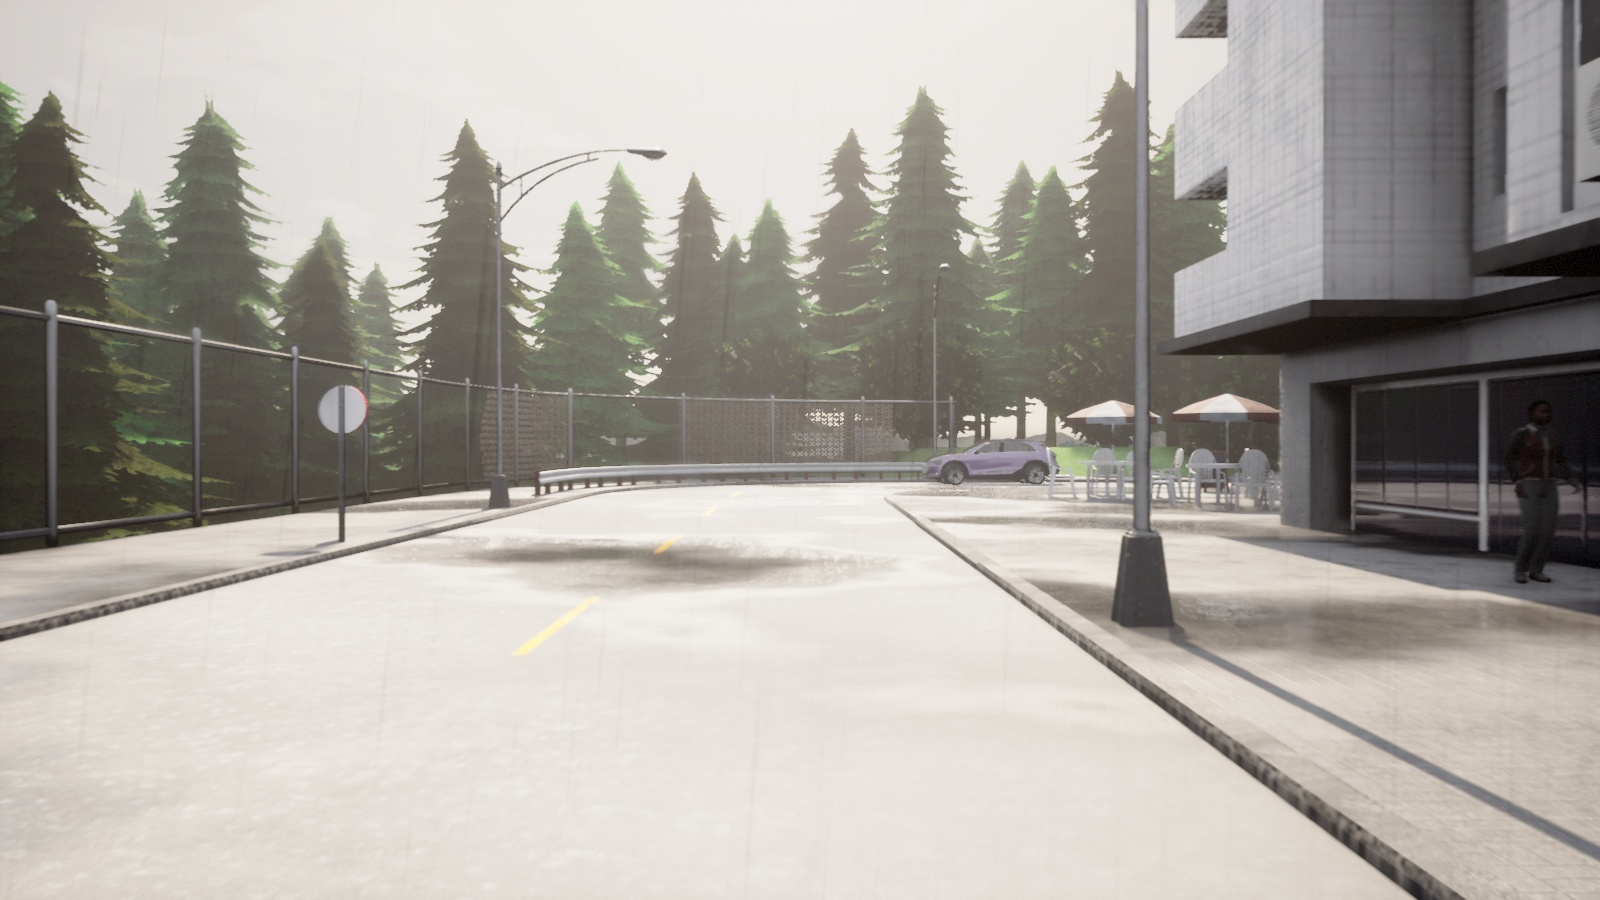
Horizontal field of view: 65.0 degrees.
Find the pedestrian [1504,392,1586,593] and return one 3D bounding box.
[{"bbox_3d":[7.335,0.408,12.380,0.402,1.930,0.666,0,0,0],"label":"pedestrian"}]

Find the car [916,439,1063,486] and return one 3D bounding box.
[{"bbox_3d":[6.750,0.430,44.945,4.856,1.649,2.033,0,0,-6],"label":"car"}]
